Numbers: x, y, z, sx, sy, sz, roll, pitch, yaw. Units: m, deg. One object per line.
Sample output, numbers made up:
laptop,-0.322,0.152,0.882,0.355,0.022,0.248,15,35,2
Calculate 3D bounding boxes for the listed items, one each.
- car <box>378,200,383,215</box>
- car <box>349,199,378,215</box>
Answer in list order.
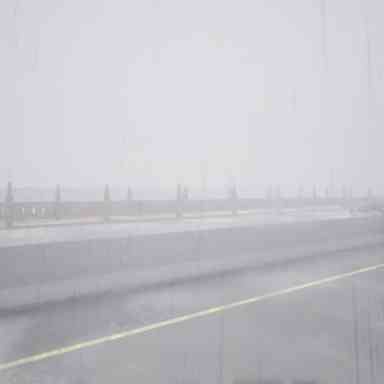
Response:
car,19.586,1.506,30.907,4.674,1.442,1.812,0,0,-35
car,17.993,1.473,34.069,4.902,1.511,2.128,0,0,-35
